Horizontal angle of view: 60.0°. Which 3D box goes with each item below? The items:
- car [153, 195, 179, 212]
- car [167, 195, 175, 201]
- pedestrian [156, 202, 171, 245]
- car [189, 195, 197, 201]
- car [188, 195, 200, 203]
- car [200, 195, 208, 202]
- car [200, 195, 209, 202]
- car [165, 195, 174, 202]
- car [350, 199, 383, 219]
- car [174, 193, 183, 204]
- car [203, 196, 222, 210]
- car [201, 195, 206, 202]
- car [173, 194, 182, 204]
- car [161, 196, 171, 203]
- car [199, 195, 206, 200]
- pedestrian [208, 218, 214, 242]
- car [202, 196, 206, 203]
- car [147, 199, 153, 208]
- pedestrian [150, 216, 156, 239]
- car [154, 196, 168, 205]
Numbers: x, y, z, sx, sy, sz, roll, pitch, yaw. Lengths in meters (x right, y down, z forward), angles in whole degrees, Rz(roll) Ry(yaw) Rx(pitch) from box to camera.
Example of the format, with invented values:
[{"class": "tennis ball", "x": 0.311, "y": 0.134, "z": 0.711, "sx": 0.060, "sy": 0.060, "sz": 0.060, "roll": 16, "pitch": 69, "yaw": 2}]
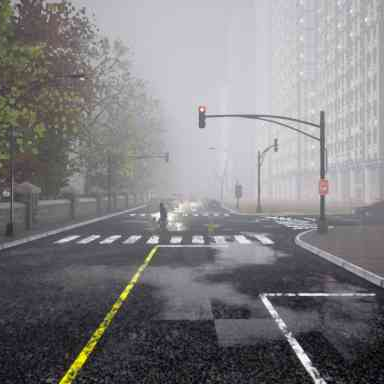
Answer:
[{"class": "car", "x": -2.984, "y": 1.510, "z": 39.705, "sx": 2.128, "sy": 1.511, "sz": 4.902, "roll": 0, "pitch": 0, "yaw": 0}, {"class": "car", "x": -5.446, "y": 1.625, "z": 87.860, "sx": 1.887, "sy": 1.381, "sz": 4.507, "roll": 0, "pitch": 0, "yaw": 0}, {"class": "pedestrian", "x": -1.216, "y": 1.297, "z": 14.145, "sx": 0.375, "sy": 1.860, "sz": 0.375, "roll": 0, "pitch": 0, "yaw": 0}, {"class": "car", "x": 0.222, "y": 1.441, "z": 80.071, "sx": 1.837, "sy": 1.490, "sz": 4.892, "roll": 0, "pitch": 0, "yaw": 0}, {"class": "car", "x": 0.194, "y": 1.638, "z": 70.101, "sx": 1.895, "sy": 1.301, "sz": 4.718, "roll": 0, "pitch": 0, "yaw": 0}, {"class": "car", "x": 2.920, "y": 1.510, "z": 82.204, "sx": 1.967, "sy": 1.590, "sz": 4.097, "roll": 0, "pitch": 0, "yaw": 0}, {"class": "car", "x": 2.904, "y": 1.501, "z": 76.573, "sx": 1.967, "sy": 1.590, "sz": 4.097, "roll": 0, "pitch": 0, "yaw": 0}, {"class": "car", "x": -5.460, "y": 1.510, "z": 82.227, "sx": 1.967, "sy": 1.590, "sz": 4.097, "roll": 0, "pitch": 0, "yaw": 0}, {"class": "car", "x": 14.880, "y": 1.262, "z": 25.956, "sx": 4.674, "sy": 1.442, "sz": 1.812, "roll": -1, "pitch": 0, "yaw": 0}, {"class": "car", "x": -2.856, "y": 1.262, "z": 64.392, "sx": 2.150, "sy": 2.045, "sz": 5.566, "roll": 0, "pitch": 0, "yaw": 1}, {"class": "car", "x": 2.810, "y": 1.586, "z": 42.778, "sx": 1.947, "sy": 1.339, "sz": 4.313, "roll": 0, "pitch": 0, "yaw": 0}, {"class": "car", "x": 2.841, "y": 1.597, "z": 54.043, "sx": 1.947, "sy": 1.339, "sz": 4.313, "roll": 0, "pitch": 0, "yaw": 0}, {"class": "car", "x": -2.950, "y": 1.504, "z": 50.178, "sx": 1.882, "sy": 1.535, "sz": 5.008, "roll": 0, "pitch": 0, "yaw": 0}, {"class": "car", "x": -5.492, "y": 1.577, "z": 70.794, "sx": 1.752, "sy": 1.417, "sz": 4.829, "roll": 0, "pitch": 0, "yaw": 0}, {"class": "car", "x": 2.950, "y": 1.641, "z": 93.469, "sx": 2.008, "sy": 1.369, "sz": 4.403, "roll": 0, "pitch": 0, "yaw": 0}, {"class": "pedestrian", "x": 0.915, "y": 1.676, "z": 14.738, "sx": 0.500, "sy": 1.100, "sz": 0.500, "roll": 0, "pitch": 0, "yaw": 0}, {"class": "car", "x": 2.825, "y": 1.591, "z": 48.410, "sx": 1.947, "sy": 1.339, "sz": 4.313, "roll": 0, "pitch": 0, "yaw": 0}, {"class": "car", "x": -5.555, "y": 1.607, "z": 48.433, "sx": 1.802, "sy": 1.307, "sz": 4.206, "roll": 0, "pitch": 0, "yaw": 0}, {"class": "pedestrian", "x": -1.660, "y": 1.675, "z": 15.344, "sx": 0.500, "sy": 1.100, "sz": 0.500, "roll": 0, "pitch": 0, "yaw": 0}, {"class": "car", "x": -5.523, "y": 1.477, "z": 59.699, "sx": 1.967, "sy": 1.590, "sz": 4.097, "roll": 0, "pitch": 0, "yaw": 0}]
